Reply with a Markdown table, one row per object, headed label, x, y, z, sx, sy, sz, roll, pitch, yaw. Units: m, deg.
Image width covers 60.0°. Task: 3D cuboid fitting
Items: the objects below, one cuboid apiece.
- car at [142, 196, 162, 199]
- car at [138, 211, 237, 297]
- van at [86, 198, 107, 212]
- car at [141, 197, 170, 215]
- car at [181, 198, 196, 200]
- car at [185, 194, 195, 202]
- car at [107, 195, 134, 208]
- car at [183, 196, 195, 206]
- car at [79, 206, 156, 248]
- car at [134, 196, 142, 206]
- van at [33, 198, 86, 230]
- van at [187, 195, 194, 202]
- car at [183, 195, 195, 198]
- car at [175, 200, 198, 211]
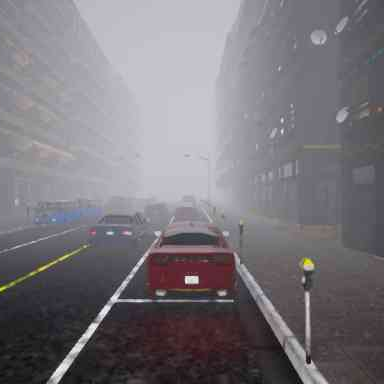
| label | x | y | z | sx | sy | sz | roll | pitch | yaw |
| --- | --- | --- | --- | --- | --- | --- | --- | --- | --- |
| car | -5.770 | 1.634 | 46.796 | 1.837 | 1.490 | 4.892 | 0 | 0 | 0 |
| car | -0.005 | 1.482 | 8.653 | 1.882 | 1.535 | 5.008 | 0 | 0 | 0 |
| van | -8.312 | 1.368 | 26.286 | 1.690 | 1.788 | 3.998 | 1 | 0 | 0 |
| car | -3.020 | 1.519 | 29.791 | 1.882 | 1.535 | 5.008 | 0 | 0 | 0 |
| car | -0.436 | 1.582 | 31.754 | 1.887 | 1.381 | 4.507 | 1 | 0 | 0 |
| car | -0.468 | 1.521 | 81.536 | 2.192 | 1.841 | 5.009 | 1 | 0 | 0 |
| car | -8.311 | 1.365 | 37.346 | 2.192 | 1.841 | 5.009 | 1 | 0 | 0 |
| car | -0.469 | 1.553 | 59.411 | 1.967 | 1.590 | 4.097 | 1 | 0 | 0 |
| car | -3.020 | 1.574 | 14.786 | 2.033 | 1.411 | 5.357 | 0 | 0 | 0 |
| car | -8.311 | 1.378 | 42.876 | 2.192 | 1.841 | 5.009 | 1 | 0 | 0 |
| van | -8.311 | 1.358 | 20.753 | 1.690 | 1.788 | 3.998 | 2 | 0 | 0 |
| van | -0.469 | 1.575 | 87.068 | 1.690 | 1.788 | 3.998 | 1 | 0 | 0 |
| car | -0.427 | 1.490 | 37.286 | 1.967 | 1.590 | 4.097 | 1 | 0 | 0 |
| car | -0.436 | 1.571 | 26.224 | 1.887 | 1.381 | 4.507 | 1 | 0 | 0 |
